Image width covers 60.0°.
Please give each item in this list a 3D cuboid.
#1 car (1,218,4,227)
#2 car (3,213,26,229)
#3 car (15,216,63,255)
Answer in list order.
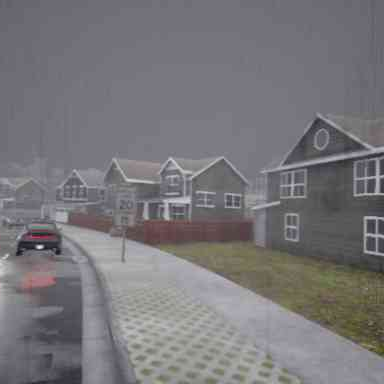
[{"bbox_3d":[-11.389,2.206,17.681,1.895,1.301,4.718,4,-3,-27],"label":"car"},{"bbox_3d":[-16.852,2.743,31.885,2.033,1.411,5.357,5,-4,-38],"label":"car"},{"bbox_3d":[-7.574,2.196,16.512,1.837,1.490,4.892,5,-4,-25],"label":"car"}]
